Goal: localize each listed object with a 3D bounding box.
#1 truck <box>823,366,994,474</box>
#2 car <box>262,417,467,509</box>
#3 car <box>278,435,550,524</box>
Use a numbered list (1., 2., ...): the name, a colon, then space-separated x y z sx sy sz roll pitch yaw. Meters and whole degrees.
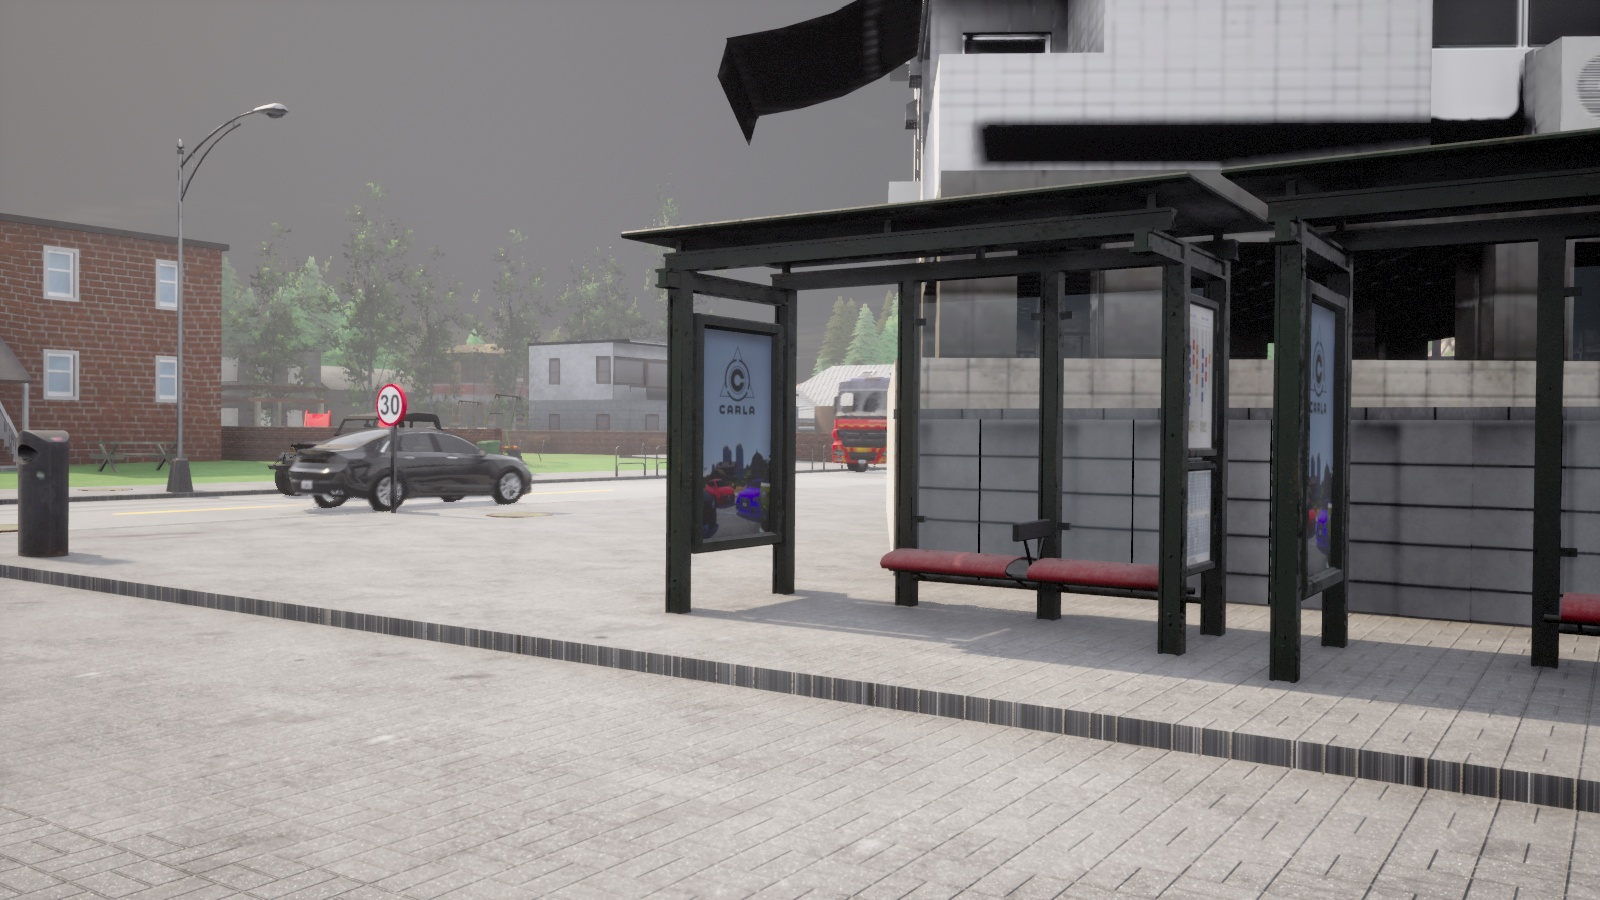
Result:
1. truck: 4.405 -1.139 48.736 2.891 3.827 8.468 0 1 33
2. car: -9.522 0.235 27.719 1.905 1.878 3.866 0 1 34
3. car: -7.206 0.474 24.011 1.837 1.490 4.892 0 1 34
